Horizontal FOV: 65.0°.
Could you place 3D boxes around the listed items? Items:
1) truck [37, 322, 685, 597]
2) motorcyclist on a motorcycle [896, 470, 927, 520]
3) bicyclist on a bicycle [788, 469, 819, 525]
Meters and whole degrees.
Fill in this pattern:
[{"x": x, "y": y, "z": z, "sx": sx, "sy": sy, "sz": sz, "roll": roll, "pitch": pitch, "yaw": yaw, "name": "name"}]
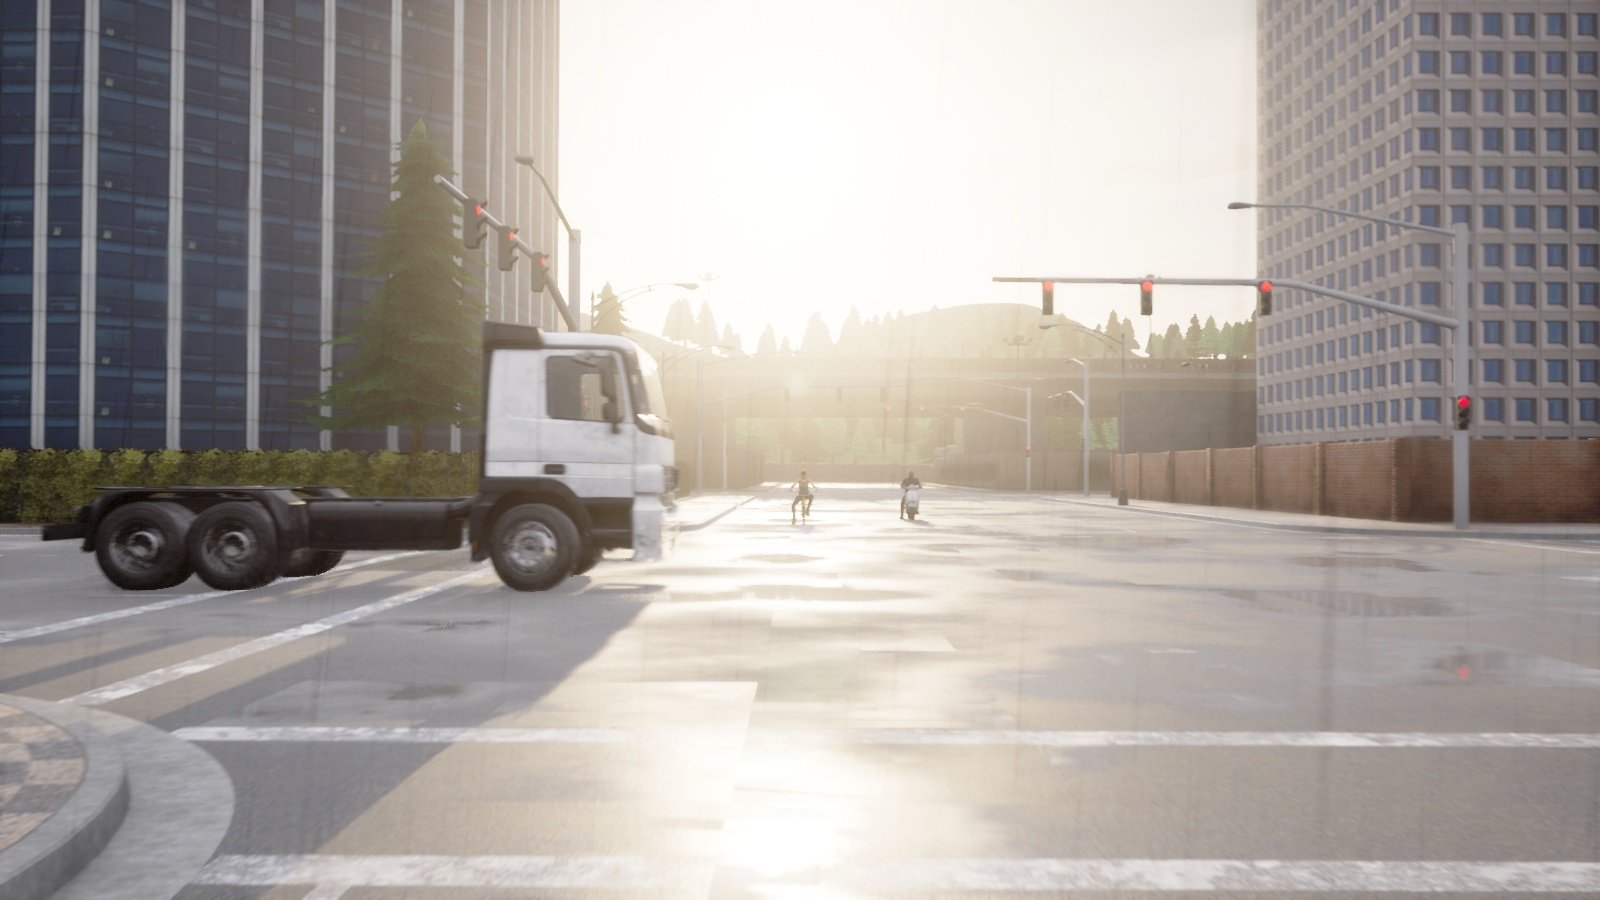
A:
[{"x": -5.690, "y": 0.146, "z": 17.365, "sx": 7.936, "sy": 3.462, "sz": 2.891, "roll": 0, "pitch": -1, "yaw": 0, "name": "truck"}, {"x": 3.617, "y": 1.438, "z": 40.883, "sx": 0.866, "sy": 1.590, "sz": 1.817, "roll": 0, "pitch": -1, "yaw": 0, "name": "motorcyclist on a motorcycle"}, {"x": 0.110, "y": 1.366, "z": 36.741, "sx": 0.866, "sy": 1.612, "sz": 1.509, "roll": 0, "pitch": -1, "yaw": 0, "name": "bicyclist on a bicycle"}]
